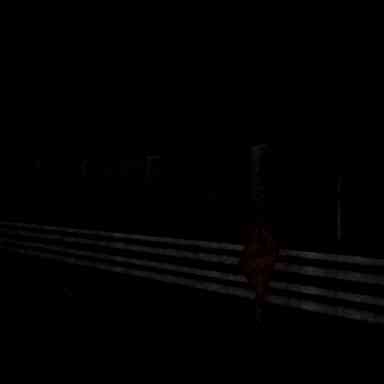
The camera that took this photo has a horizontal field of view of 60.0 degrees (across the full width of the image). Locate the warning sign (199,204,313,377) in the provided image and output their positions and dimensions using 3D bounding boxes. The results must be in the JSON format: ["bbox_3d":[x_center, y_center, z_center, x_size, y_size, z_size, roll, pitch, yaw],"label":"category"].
[{"bbox_3d":[0.906,1.121,4.513,1.060,1.860,1.300,0,0,35],"label":"warning sign"}]
